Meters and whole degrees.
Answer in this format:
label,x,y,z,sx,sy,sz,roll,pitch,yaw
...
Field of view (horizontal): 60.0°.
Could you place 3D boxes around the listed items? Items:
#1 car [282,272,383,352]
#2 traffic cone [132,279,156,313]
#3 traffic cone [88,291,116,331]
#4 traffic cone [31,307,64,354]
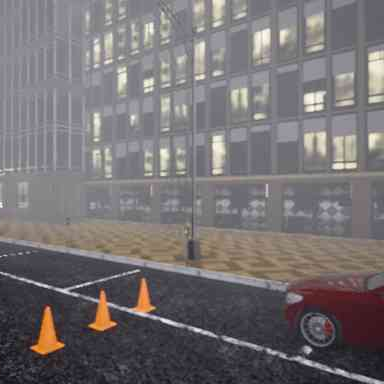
label,x,y,z,sx,sy,sz,roll,pitch,yaw
car,3.382,1.611,4.576,4.206,1.307,1.802,0,0,36
traffic cone,-0.946,1.989,6.495,0.340,0.580,0.340,0,0,36
traffic cone,-1.529,1.984,5.683,0.340,0.580,0.340,0,0,36
traffic cone,-2.113,1.979,4.871,0.340,0.580,0.340,0,0,36
